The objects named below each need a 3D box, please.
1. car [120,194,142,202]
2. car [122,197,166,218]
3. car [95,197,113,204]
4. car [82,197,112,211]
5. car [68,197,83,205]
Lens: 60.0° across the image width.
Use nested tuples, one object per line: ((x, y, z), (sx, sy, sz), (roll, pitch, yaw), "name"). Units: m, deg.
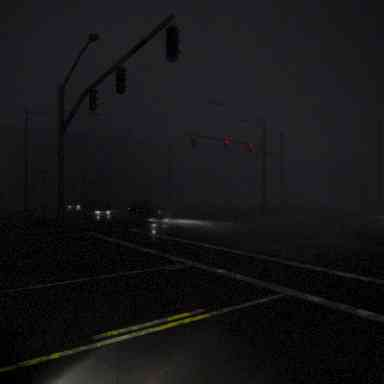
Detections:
((-13.682, 1.524, 72.536), (1.812, 1.442, 4.674), (0, 0, 30), "car")
((-4.218, 1.491, 30.614), (2.128, 1.511, 4.902), (0, 0, -36), "car")
((-16.510, 1.601, 62.708), (1.895, 1.301, 4.718), (0, 0, 3), "car")
((-11.529, 1.564, 40.813), (1.994, 1.385, 4.181), (0, 0, -35), "car")
((-19.976, 1.601, 57.664), (1.895, 1.301, 4.718), (0, 0, -6), "car")
